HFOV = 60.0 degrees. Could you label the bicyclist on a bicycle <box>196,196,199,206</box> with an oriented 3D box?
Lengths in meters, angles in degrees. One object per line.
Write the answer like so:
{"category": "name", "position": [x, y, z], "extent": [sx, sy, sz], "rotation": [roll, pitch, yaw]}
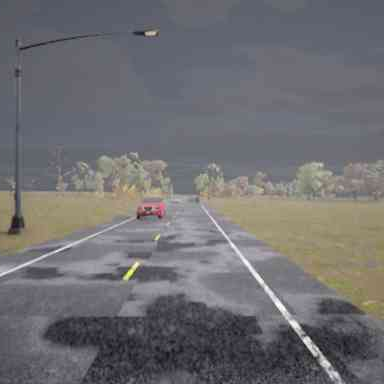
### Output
{"category": "bicyclist on a bicycle", "position": [1.001, 1.561, 60.197], "extent": [0.659, 1.776, 1.843], "rotation": [0, 0, 0]}

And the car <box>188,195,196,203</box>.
{"category": "car", "position": [0.051, 1.724, 79.455], "extent": [2.128, 1.511, 4.902], "rotation": [0, 0, 0]}

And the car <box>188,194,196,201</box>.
{"category": "car", "position": [0.061, 1.492, 93.576], "extent": [2.097, 1.767, 4.553], "rotation": [0, 0, 0]}

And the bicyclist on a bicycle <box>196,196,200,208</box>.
{"category": "bicyclist on a bicycle", "position": [0.996, 1.616, 51.001], "extent": [0.582, 1.620, 1.656], "rotation": [0, -1, 0]}

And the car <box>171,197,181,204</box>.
{"category": "car", "position": [-3.454, 1.806, 71.795], "extent": [1.895, 1.301, 4.718], "rotation": [0, 0, 0]}

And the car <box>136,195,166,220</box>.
{"category": "car", "position": [-3.580, 1.320, 29.852], "extent": [2.150, 2.045, 5.566], "rotation": [0, 0, 0]}
